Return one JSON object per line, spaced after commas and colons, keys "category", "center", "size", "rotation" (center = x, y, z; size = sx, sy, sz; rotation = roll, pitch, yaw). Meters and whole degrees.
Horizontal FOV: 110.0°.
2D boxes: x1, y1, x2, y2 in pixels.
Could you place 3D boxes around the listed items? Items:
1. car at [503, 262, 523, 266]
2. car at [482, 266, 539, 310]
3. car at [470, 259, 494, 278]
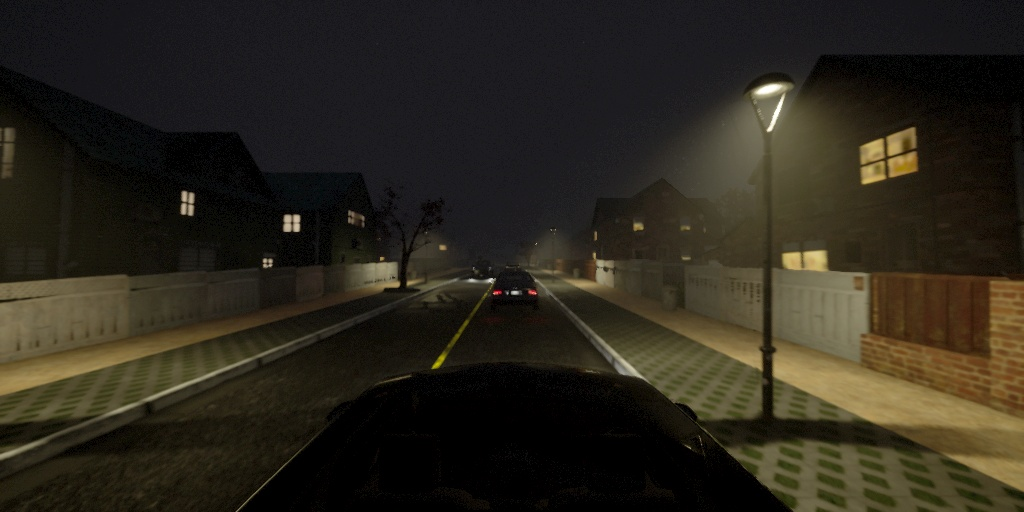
{"category": "car", "center": [0.102, 1.322, 36.756], "size": [2.128, 1.511, 4.902], "rotation": [0, 0, 0]}
{"category": "car", "center": [0.101, 1.319, 14.839], "size": [2.033, 1.411, 5.357], "rotation": [0, 0, 0]}
{"category": "car", "center": [-2.749, 1.181, 34.404], "size": [2.097, 1.767, 4.553], "rotation": [0, 0, 0]}
